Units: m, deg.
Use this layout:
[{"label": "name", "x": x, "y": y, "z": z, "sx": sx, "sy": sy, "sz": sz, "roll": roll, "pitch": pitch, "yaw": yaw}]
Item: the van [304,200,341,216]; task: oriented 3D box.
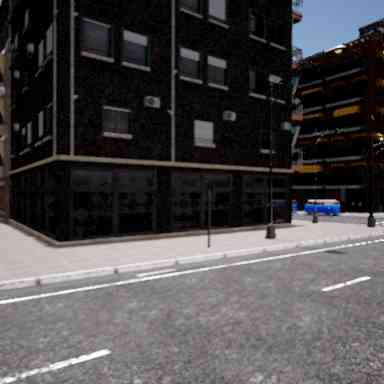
[{"label": "van", "x": 14.877, "y": 1.786, "z": 38.101, "sx": 1.690, "sy": 1.788, "sz": 3.998, "roll": -1, "pitch": 0, "yaw": -36}]

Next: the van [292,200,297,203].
[{"label": "van", "x": 11.561, "y": 1.859, "z": 42.616, "sx": 1.690, "sy": 1.788, "sz": 3.998, "roll": -1, "pitch": 0, "yaw": -36}]

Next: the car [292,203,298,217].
[{"label": "car", "x": 8.136, "y": 2.013, "z": 33.183, "sx": 1.802, "sy": 1.307, "sz": 4.206, "roll": -1, "pitch": 0, "yaw": -36}]
